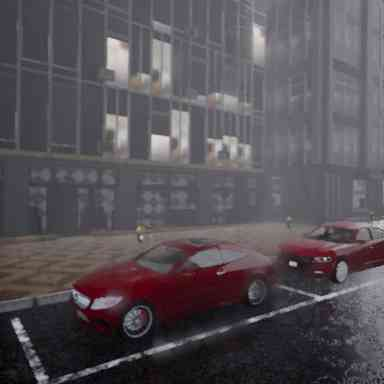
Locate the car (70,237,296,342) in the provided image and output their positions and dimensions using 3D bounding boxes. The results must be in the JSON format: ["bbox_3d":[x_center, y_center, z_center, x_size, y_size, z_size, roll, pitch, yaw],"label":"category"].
[{"bbox_3d":[-0.134,1.591,6.451,4.206,1.307,1.802,0,1,-35],"label":"car"}]

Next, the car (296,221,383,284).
[{"bbox_3d":[4.383,1.568,9.670,4.507,1.381,1.887,0,1,-35],"label":"car"}]
